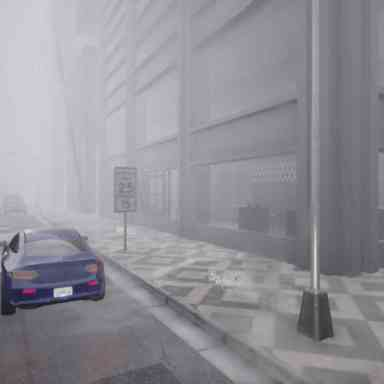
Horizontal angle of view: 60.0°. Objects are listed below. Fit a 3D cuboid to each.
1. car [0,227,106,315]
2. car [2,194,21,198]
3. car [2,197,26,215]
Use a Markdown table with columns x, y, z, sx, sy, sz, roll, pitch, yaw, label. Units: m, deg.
| x | y | z | sx | sy | sz | roll | pitch | yaw | label |
| --- | --- | --- | --- | --- | --- | --- | --- | --- | --- |
| -3.307 | 1.527 | 7.641 | 1.812 | 1.442 | 4.674 | 0 | 0 | -29 | car |
| -23.089 | 1.236 | 42.900 | 2.150 | 2.045 | 5.566 | 0 | 0 | -29 | car |
| -17.925 | 1.558 | 33.791 | 2.033 | 1.411 | 5.357 | 0 | 0 | -29 | car |
